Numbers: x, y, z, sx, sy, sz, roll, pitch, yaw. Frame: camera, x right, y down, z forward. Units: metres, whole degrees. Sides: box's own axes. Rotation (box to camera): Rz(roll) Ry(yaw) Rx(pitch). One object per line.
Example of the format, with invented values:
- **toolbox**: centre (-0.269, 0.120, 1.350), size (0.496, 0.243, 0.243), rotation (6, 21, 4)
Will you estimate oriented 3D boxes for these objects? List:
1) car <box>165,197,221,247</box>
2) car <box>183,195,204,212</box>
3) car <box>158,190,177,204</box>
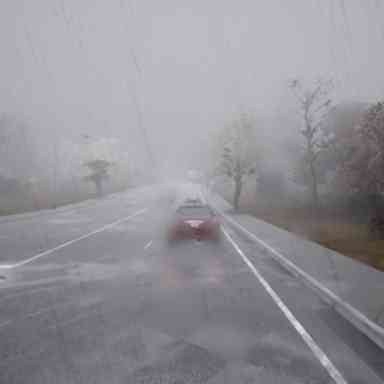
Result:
- **car**: centre (0.101, 1.279, 14.792), size (2.097, 1.767, 4.553), rotation (0, 0, 0)
- **car**: centre (0.104, 1.230, 36.163), size (2.128, 1.511, 4.902), rotation (0, 2, 0)
- **car**: centre (-3.496, 0.842, 45.824), size (1.994, 1.385, 4.181), rotation (0, 3, 0)
